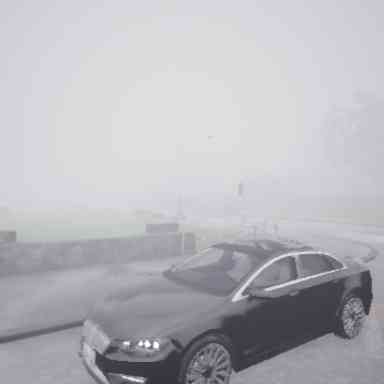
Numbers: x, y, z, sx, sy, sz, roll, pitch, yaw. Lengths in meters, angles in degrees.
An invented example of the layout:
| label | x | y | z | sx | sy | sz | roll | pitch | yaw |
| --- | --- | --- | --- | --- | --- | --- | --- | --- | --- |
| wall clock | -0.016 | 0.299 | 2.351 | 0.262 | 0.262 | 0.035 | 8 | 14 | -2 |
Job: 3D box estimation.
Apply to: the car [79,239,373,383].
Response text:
| label | x | y | z | sx | sy | sz | roll | pitch | yaw |
| --- | --- | --- | --- | --- | --- | --- | --- | --- | --- |
| car | 0.861 | 1.542 | 5.094 | 4.902 | 1.511 | 2.128 | 1 | 0 | -35 |
